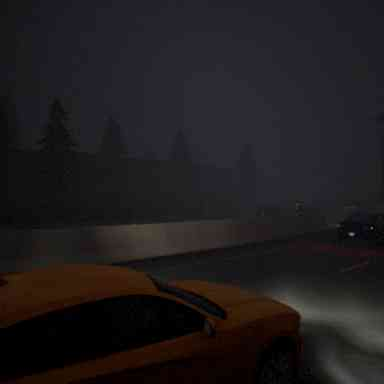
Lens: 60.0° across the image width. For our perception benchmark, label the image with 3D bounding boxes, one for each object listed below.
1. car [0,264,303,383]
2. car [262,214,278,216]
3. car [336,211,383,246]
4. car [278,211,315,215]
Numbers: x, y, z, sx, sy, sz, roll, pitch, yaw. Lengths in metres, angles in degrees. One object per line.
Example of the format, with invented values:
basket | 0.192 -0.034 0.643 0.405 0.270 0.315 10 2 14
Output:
car | -0.944 1.495 3.246 5.008 1.535 1.882 1 -1 -37
car | 7.553 1.800 30.978 1.994 1.385 4.181 0 0 39
car | 8.635 1.670 16.216 4.674 1.442 1.812 1 0 -45
car | 9.218 1.822 27.478 1.895 1.301 4.718 0 0 40
